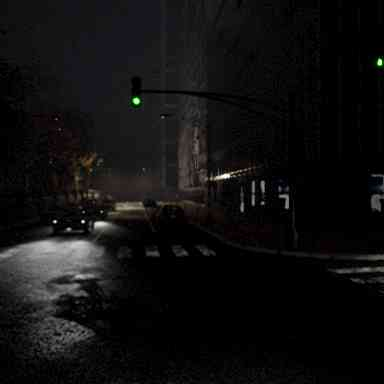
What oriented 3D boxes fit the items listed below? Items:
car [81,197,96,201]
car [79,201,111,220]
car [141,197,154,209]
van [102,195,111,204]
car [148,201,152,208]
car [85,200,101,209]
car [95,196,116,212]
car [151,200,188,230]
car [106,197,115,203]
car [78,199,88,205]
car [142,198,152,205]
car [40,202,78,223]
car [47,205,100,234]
[{"bbox_3d":[-13.515,1.513,43.170,2.192,1.841,5.009,1,0,-10],"label":"car"},{"bbox_3d":[-8.632,1.742,29.834,1.895,1.301,4.718,0,0,-10],"label":"car"},{"bbox_3d":[-6.203,1.832,50.167,1.947,1.339,4.313,1,0,-10],"label":"car"},{"bbox_3d":[-18.263,1.654,71.186,1.690,1.788,3.998,1,0,-10],"label":"van"},{"bbox_3d":[-2.406,1.720,27.762,1.947,1.339,4.313,1,0,-10],"label":"car"},{"bbox_3d":[-14.467,1.806,48.770,1.802,1.307,4.206,1,0,-10],"label":"car"},{"bbox_3d":[-10.767,1.684,42.530,1.882,1.535,5.008,0,0,-9],"label":"car"},{"bbox_3d":[-1.455,1.565,22.162,1.967,1.590,4.097,1,0,-10],"label":"car"},{"bbox_3d":[-20.164,1.929,82.391,1.802,1.307,4.206,1,0,-10],"label":"car"},{"bbox_3d":[-11.618,1.692,31.962,2.008,1.369,4.403,1,0,-10],"label":"car"},{"bbox_3d":[-9.079,1.860,67.142,1.752,1.417,4.829,1,0,-10],"label":"car"},{"bbox_3d":[-10.668,1.657,26.359,1.887,1.381,4.507,1,0,-10],"label":"car"},{"bbox_3d":[-6.964,1.691,19.989,1.895,1.301,4.718,0,0,-10],"label":"car"}]
